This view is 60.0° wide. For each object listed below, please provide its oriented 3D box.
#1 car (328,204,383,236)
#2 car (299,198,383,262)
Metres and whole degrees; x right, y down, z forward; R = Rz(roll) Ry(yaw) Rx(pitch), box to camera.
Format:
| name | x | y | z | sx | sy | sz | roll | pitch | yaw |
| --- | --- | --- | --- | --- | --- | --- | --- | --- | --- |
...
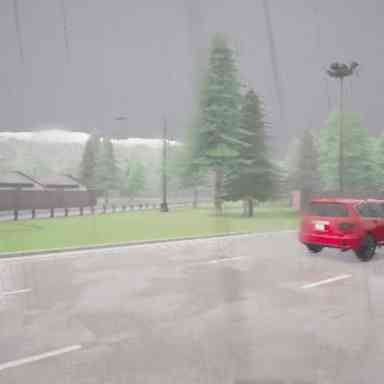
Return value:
| name | x | y | z | sx | sy | sz | roll | pitch | yaw |
| --- | --- | --- | --- | --- | --- | --- | --- | --- | --- |
| car | 10.521 | 1.559 | 19.856 | 4.902 | 1.511 | 2.128 | 0 | 0 | -36 |
| car | 6.441 | 1.264 | 12.643 | 5.566 | 2.045 | 2.150 | 0 | 0 | -35 |
